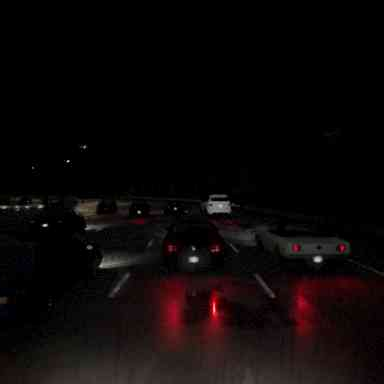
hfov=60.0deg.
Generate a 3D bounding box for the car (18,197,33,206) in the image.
[{"bbox_3d":[-29.347,1.597,58.610,1.837,1.490,4.892,0,0,-18],"label":"car"}]

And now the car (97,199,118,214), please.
[{"bbox_3d":[-9.197,1.540,36.195,1.882,1.535,5.008,0,0,-9],"label":"car"}]

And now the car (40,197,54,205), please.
[{"bbox_3d":[-26.079,1.575,59.863,1.882,1.535,5.008,0,0,-18],"label":"car"}]

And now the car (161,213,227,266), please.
[{"bbox_3d":[0.014,1.620,11.599,1.895,1.301,4.718,0,0,-1],"label":"car"}]

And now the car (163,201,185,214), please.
[{"bbox_3d":[-1.921,1.621,34.867,1.994,1.385,4.181,0,0,-9],"label":"car"}]

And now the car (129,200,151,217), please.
[{"bbox_3d":[-5.092,1.561,32.450,1.837,1.490,4.892,0,0,-8],"label":"car"}]

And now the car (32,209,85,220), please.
[{"bbox_3d":[-7.230,1.597,18.167,1.994,1.385,4.181,0,0,-3],"label":"car"}]

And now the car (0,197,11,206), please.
[{"bbox_3d":[-32.601,1.577,57.343,1.882,1.535,5.008,0,0,-18],"label":"car"}]

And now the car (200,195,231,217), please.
[{"bbox_3d":[2.127,1.273,31.516,2.150,2.045,5.566,0,0,-7],"label":"car"}]

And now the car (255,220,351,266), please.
[{"bbox_3d":[3.513,1.618,11.601,1.895,1.301,4.718,0,0,-1],"label":"car"}]

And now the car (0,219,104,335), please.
[{"bbox_3d":[-3.419,1.561,7.068,2.033,1.411,5.357,0,0,0],"label":"car"}]
